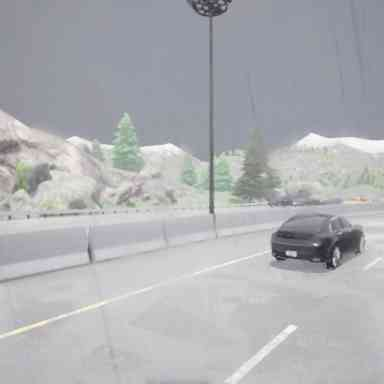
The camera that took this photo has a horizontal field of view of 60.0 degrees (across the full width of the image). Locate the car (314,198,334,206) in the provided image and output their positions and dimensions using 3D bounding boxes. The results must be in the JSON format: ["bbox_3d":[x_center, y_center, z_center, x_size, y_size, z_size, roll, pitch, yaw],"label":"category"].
[{"bbox_3d":[19.002,1.474,44.298,5.357,1.411,2.033,0,0,-36],"label":"car"}]

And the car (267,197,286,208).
[{"bbox_3d":[13.061,1.457,48.554,4.892,1.490,1.837,0,0,-38],"label":"car"}]

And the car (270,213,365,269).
[{"bbox_3d":[4.389,1.489,11.282,1.837,1.490,4.892,0,0,40],"label":"car"}]

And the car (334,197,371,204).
[{"bbox_3d":[19.895,1.400,40.575,5.008,1.535,1.882,0,0,-37],"label":"car"}]

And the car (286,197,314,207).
[{"bbox_3d":[15.768,1.432,46.223,4.902,1.511,2.128,0,0,-37],"label":"car"}]
